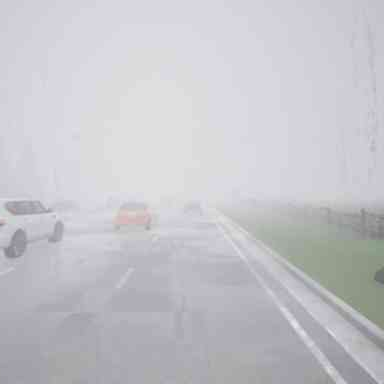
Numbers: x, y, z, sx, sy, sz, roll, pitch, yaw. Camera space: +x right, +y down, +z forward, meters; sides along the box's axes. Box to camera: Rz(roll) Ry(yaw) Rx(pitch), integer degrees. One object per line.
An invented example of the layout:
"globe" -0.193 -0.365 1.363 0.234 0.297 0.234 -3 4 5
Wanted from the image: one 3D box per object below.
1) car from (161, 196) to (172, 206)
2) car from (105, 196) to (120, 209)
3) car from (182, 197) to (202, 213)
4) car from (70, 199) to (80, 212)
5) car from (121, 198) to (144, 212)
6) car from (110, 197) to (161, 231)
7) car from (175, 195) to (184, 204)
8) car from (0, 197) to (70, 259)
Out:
"car" -4.316 1.490 55.299 1.837 1.490 4.892 1 0 -8
"car" -10.576 1.341 46.099 2.097 1.767 4.553 0 0 -3
"car" 0.097 1.517 36.102 1.812 1.442 4.674 0 0 0
"car" -13.901 1.468 36.692 1.882 1.535 5.008 0 0 0
"car" -6.916 1.493 39.242 1.837 1.490 4.892 0 -1 0
"car" -3.402 1.348 20.857 2.097 1.767 4.553 0 0 0
"car" -2.086 1.442 63.323 1.801 1.575 5.366 0 0 -13
"car" -6.902 1.216 12.793 2.150 2.045 5.566 0 0 0
